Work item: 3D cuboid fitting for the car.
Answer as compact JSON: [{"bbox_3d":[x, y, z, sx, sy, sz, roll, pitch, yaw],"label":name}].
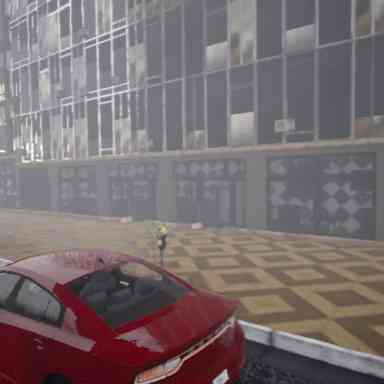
[{"bbox_3d":[-1.589,1.387,4.031,4.507,1.381,1.887,1,3,35],"label":"car"}]
